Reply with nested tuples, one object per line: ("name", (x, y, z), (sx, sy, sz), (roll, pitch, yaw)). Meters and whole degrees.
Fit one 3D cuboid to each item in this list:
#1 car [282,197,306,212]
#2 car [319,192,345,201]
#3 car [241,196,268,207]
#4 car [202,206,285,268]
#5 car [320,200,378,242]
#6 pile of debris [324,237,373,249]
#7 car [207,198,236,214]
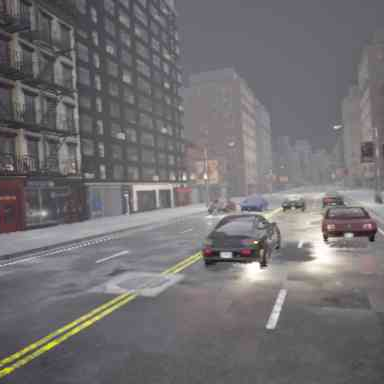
("car", (9.486, 1.062, 30.693), (1.895, 1.301, 4.718), (-3, 0, 21))
("car", (12.999, 0.774, 30.787), (1.837, 1.490, 4.892), (-3, 0, 21))
("car", (5.849, 1.138, 30.865), (1.882, 1.535, 5.008), (-3, 0, 21))
("car", (1.717, 1.427, 10.804), (1.812, 1.442, 4.674), (-3, 0, 21))
("car", (6.474, 1.238, 14.116), (1.895, 1.301, 4.718), (-3, 0, 21))
("pile of debris", (5.683, 1.860, 12.229), (1.500, 0.140, 1.860), (-3, 0, 21))
("car", (2.974, 1.342, 32.425), (1.812, 1.442, 4.674), (-3, 0, 22))
